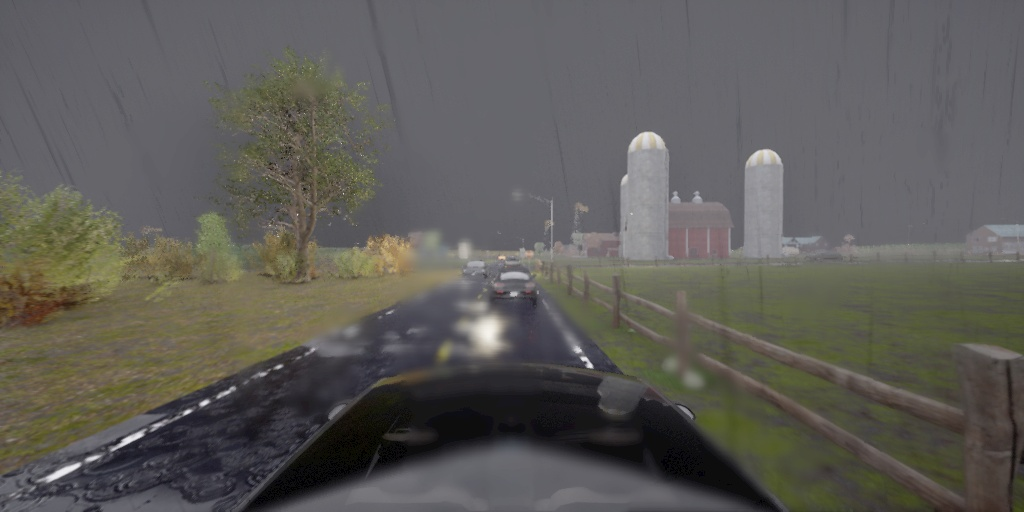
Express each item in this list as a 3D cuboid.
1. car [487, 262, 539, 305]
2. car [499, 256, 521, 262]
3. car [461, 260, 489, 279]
[{"bbox_3d":[0.100,1.176,15.161,1.812,1.442,4.674,0,1,0],"label":"car"},{"bbox_3d":[0.097,1.040,31.503,1.837,1.490,4.892,0,0,0],"label":"car"},{"bbox_3d":[-2.832,1.076,29.201,1.812,1.442,4.674,0,0,0],"label":"car"}]
